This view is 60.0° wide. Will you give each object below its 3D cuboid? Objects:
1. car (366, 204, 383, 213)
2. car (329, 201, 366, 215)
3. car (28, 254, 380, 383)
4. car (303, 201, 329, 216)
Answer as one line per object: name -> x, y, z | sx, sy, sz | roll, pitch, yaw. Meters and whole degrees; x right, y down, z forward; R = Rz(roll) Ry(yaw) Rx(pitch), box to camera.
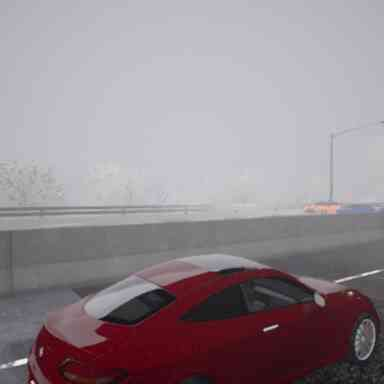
car -> 17.697, 1.841, 29.127 | 5.008, 1.535, 1.882 | 1, 0, -34
car -> 15.760, 1.842, 32.042 | 5.008, 1.535, 1.882 | 1, 0, -34
car -> 0.520, 1.556, 4.237 | 4.674, 1.442, 1.812 | 1, 0, -35
car -> 13.765, 1.715, 34.917 | 4.553, 1.767, 2.097 | 1, 0, -34
